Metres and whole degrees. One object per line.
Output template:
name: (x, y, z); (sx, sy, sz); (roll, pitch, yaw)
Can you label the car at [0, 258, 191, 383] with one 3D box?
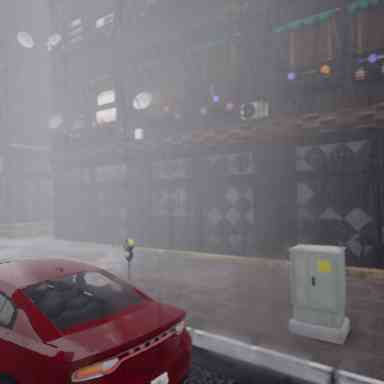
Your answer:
car: (-2.128, 1.529, 4.182); (4.507, 1.381, 1.887); (0, -1, 34)
